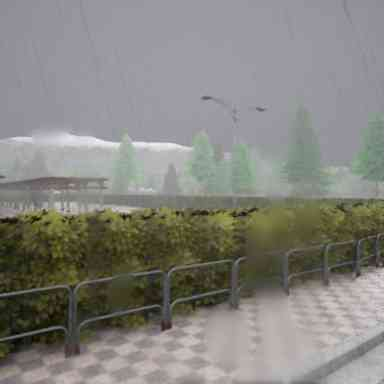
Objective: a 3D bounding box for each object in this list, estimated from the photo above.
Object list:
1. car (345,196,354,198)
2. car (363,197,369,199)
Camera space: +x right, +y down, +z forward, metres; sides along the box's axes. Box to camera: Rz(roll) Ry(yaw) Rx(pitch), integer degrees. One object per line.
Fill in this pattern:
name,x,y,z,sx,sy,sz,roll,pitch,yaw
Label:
car,40.605,1.839,85.904,2.128,1.511,4.902,0,0,5
car,39.774,1.905,75.994,1.994,1.385,4.181,0,0,5
